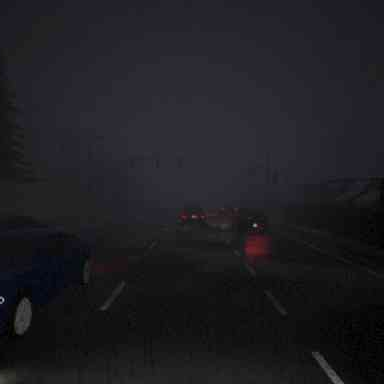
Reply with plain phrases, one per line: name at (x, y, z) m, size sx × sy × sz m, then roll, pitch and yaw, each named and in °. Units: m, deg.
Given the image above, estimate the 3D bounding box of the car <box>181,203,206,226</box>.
car at (0.111, 1.777, 25.158) m, size 2.033 × 1.411 × 5.357 m, roll 0°, pitch -1°, yaw 0°

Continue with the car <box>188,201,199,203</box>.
car at (0.180, 1.882, 42.768) m, size 2.128 × 1.511 × 4.902 m, roll 0°, pitch -1°, yaw 1°

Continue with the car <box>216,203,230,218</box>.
car at (3.610, 1.832, 33.626) m, size 1.812 × 1.442 × 4.674 m, roll 0°, pitch -1°, yaw 0°

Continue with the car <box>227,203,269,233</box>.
car at (3.611, 1.700, 21.416) m, size 1.837 × 1.490 × 4.892 m, roll 0°, pitch -1°, yaw 0°

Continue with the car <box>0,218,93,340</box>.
car at (-3.565, 1.542, 6.849) m, size 1.882 × 1.535 × 5.008 m, roll 0°, pitch -1°, yaw 0°

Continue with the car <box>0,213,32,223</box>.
car at (-7.075, 1.591, 12.239) m, size 1.882 × 1.535 × 5.008 m, roll 0°, pitch -1°, yaw 0°
